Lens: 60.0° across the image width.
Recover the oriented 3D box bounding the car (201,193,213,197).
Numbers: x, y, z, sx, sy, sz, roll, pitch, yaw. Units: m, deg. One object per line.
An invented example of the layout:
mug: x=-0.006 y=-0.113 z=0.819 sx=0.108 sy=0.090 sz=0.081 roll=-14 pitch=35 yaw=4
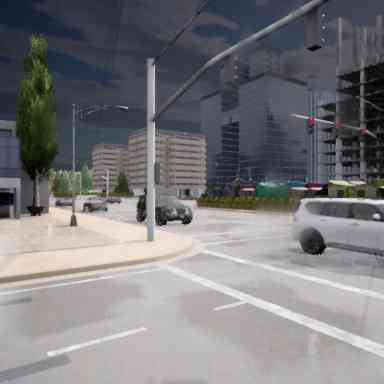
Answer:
car: x=3.242 y=1.153 z=62.414 sx=3.866 sy=1.878 sz=1.905 roll=0 pitch=0 yaw=-34

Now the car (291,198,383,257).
car: x=5.930 y=1.222 z=11.073 sx=2.150 sy=2.045 sz=5.566 roll=0 pitch=0 yaw=-32

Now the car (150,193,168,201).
car: x=-7.793 y=1.153 z=78.641 sx=3.866 sy=1.878 sz=1.905 roll=0 pitch=0 yaw=-34

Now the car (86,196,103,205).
car: x=-18.284 y=1.562 z=62.222 sx=1.994 sy=1.385 sz=4.181 roll=0 pitch=0 yaw=-33

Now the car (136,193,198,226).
car: x=-2.125 y=1.220 z=23.648 sx=2.150 sy=2.045 sz=5.566 roll=0 pitch=0 yaw=-33

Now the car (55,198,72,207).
car: x=-19.659 y=1.600 z=51.191 sx=1.895 sy=1.301 sz=4.718 roll=0 pitch=0 yaw=-32

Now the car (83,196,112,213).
car: x=-10.871 y=1.525 z=37.299 sx=1.812 sy=1.442 sz=4.674 roll=0 pitch=0 yaw=-32

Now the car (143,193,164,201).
car: x=-9.371 y=1.150 z=81.068 sx=4.605 sy=1.855 sz=1.932 roll=0 pitch=0 yaw=-34

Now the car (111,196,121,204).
car: x=-15.326 y=1.546 z=64.118 sx=2.033 sy=1.411 sz=5.357 roll=0 pitch=0 yaw=-34
